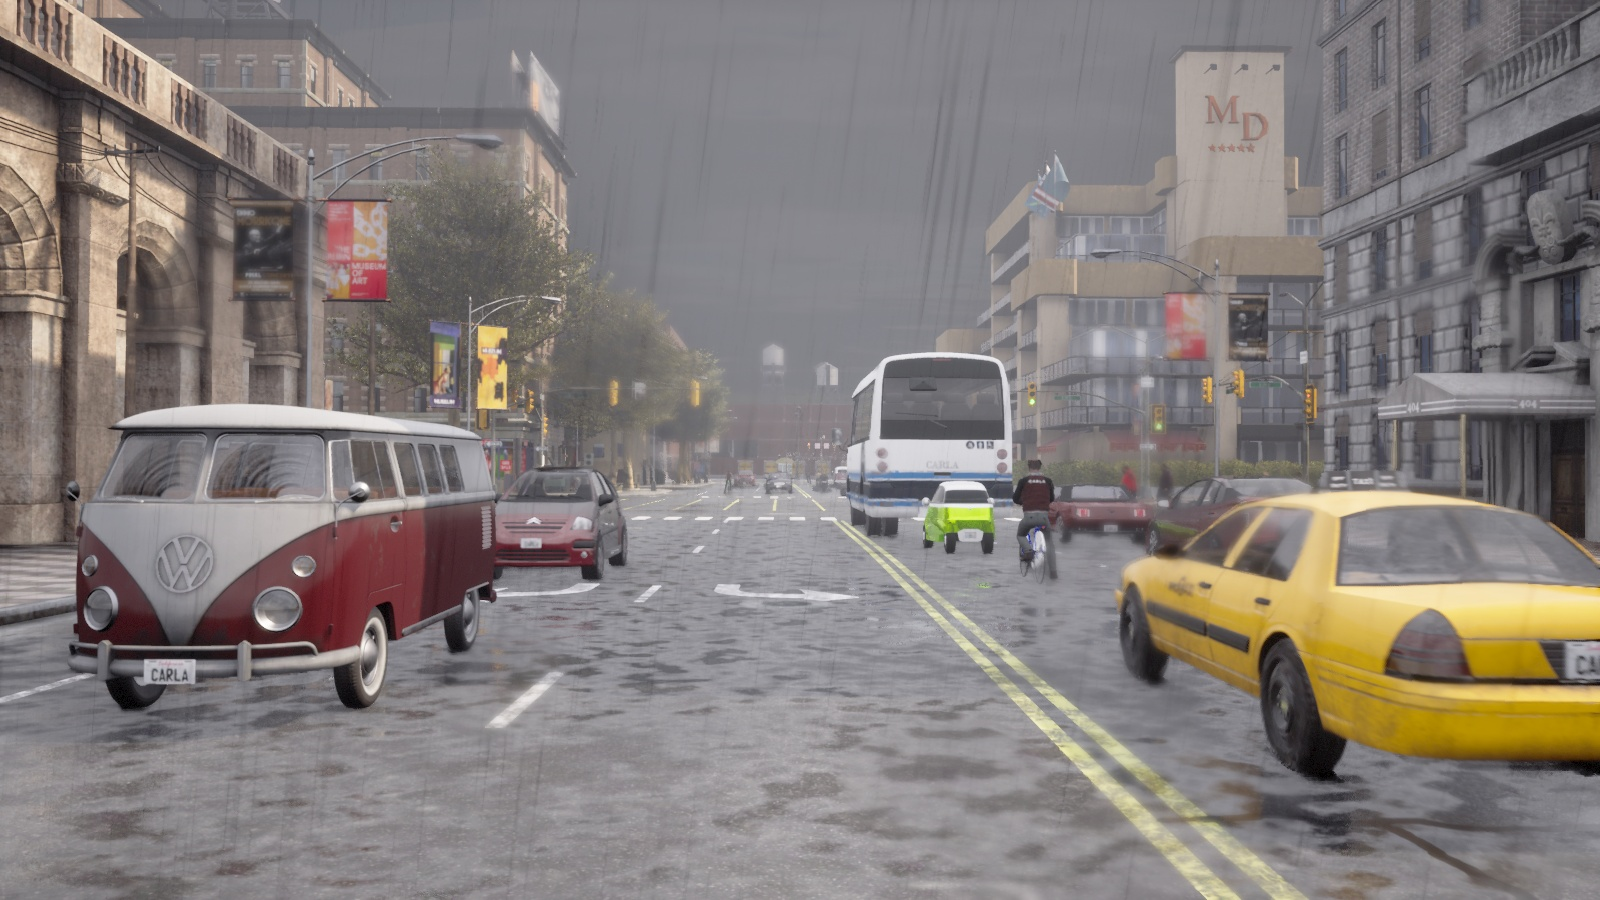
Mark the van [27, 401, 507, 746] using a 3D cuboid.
[{"bbox_3d":[-3.607,0.738,9.504,1.775,1.987,4.442,0,-1,-1],"label":"van"}]

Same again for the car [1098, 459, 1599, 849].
[{"bbox_3d":[3.409,0.870,7.786,1.801,1.575,5.366,0,-1,0],"label":"car"}]

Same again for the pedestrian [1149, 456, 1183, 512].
[{"bbox_3d":[12.080,1.117,41.427,0.899,1.844,0.634,0,-1,-2],"label":"pedestrian"}]

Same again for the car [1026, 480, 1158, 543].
[{"bbox_3d":[6.662,1.377,29.185,1.895,1.301,4.718,0,-1,-1],"label":"car"}]

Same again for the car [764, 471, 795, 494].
[{"bbox_3d":[-1.442,2.247,87.812,2.128,1.511,4.902,0,-1,-1],"label":"car"}]

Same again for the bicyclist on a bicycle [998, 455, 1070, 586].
[{"bbox_3d":[3.325,0.973,17.986,0.659,1.776,1.843,0,-1,-1],"label":"bicyclist on a bicycle"}]

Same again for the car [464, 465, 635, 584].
[{"bbox_3d":[-3.690,1.048,19.182,1.851,1.617,3.988,0,-1,-1],"label":"car"}]

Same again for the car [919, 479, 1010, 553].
[{"bbox_3d":[3.237,1.275,24.971,1.481,1.376,2.207,0,-1,-1],"label":"car"}]

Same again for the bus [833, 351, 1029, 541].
[{"bbox_3d":[3.075,-0.015,33.390,3.944,4.253,10.273,0,-1,-1],"label":"bus"}]

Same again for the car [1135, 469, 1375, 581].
[{"bbox_3d":[6.812,1.059,19.399,2.007,1.525,4.514,0,-1,-1],"label":"car"}]

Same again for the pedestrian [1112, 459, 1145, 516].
[{"bbox_3d":[10.738,1.218,41.074,0.899,1.844,0.634,0,-1,-3],"label":"pedestrian"}]
